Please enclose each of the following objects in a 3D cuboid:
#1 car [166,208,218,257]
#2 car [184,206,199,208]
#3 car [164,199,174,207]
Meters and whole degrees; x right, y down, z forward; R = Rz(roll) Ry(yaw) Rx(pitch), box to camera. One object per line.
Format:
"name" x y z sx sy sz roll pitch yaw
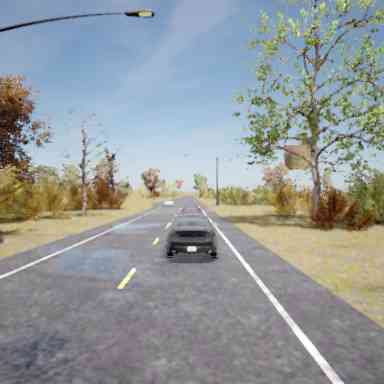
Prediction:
"car" 0.009 1.649 13.509 1.837 1.490 4.892 0 0 0
"car" -0.046 1.863 28.476 1.994 1.385 4.181 0 -1 0
"car" -4.595 2.181 65.898 1.812 1.442 4.674 0 -1 -5
